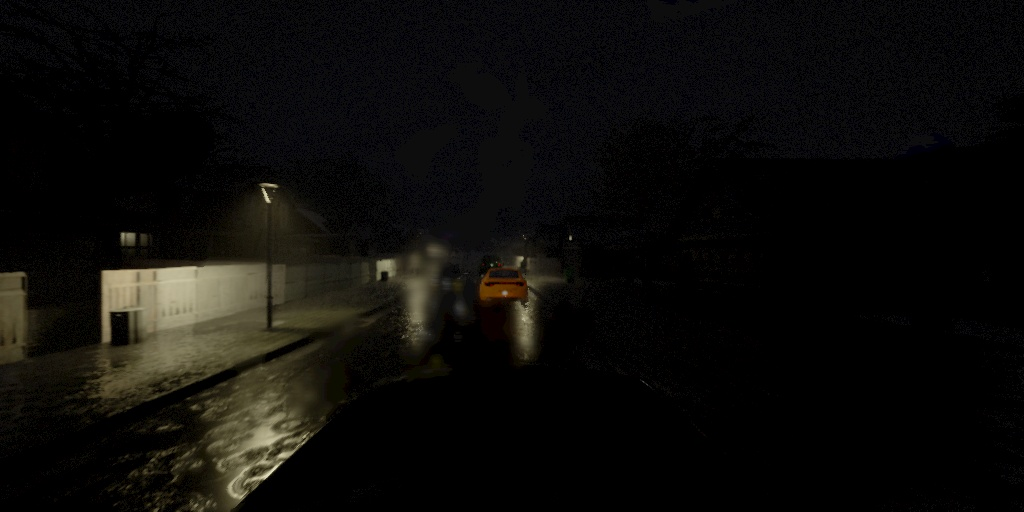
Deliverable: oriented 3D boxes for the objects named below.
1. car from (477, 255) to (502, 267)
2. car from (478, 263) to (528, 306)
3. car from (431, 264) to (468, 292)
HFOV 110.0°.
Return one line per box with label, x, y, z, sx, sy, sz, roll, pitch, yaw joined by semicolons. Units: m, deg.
car;-2.159;0.902;34.907;2.150;2.045;5.566;0;1;-7
car;-0.395;1.252;16.070;1.882;1.535;5.008;0;0;-3
car;-3.735;1.278;21.803;1.837;1.490;4.892;0;0;-5
